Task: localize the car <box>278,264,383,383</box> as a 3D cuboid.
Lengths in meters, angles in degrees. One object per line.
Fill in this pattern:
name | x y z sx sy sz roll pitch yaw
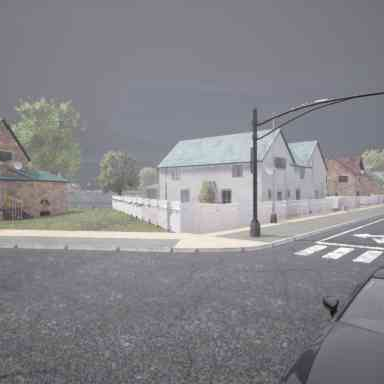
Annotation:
car | 2.526 1.524 3.407 1.812 1.442 4.674 0 0 42
